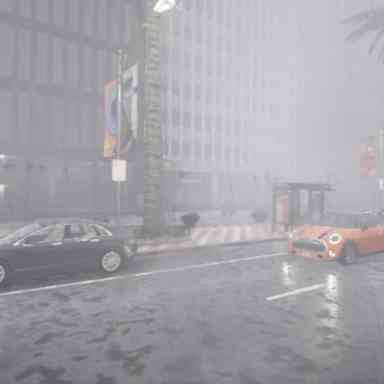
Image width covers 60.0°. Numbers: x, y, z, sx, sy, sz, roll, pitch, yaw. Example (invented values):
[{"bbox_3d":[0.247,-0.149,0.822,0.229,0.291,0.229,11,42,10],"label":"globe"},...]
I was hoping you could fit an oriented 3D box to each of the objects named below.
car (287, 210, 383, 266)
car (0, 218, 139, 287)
[{"bbox_3d":[5.608,1.500,12.277,4.553,1.767,2.097,1,-1,-35],"label":"car"},{"bbox_3d":[-3.882,1.509,9.192,4.892,1.521,2.231,1,-1,-36],"label":"car"}]
